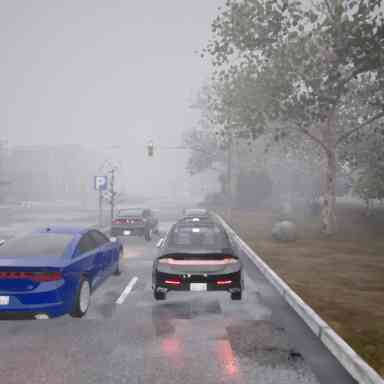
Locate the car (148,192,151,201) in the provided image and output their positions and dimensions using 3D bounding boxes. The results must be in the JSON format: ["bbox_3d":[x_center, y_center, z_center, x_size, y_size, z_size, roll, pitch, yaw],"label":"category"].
[{"bbox_3d":[-12.516,1.353,76.685,4.674,1.452,2.002,-1,0,-13],"label":"car"}]

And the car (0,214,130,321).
[{"bbox_3d":[-2.879,1.487,7.501,1.882,1.535,5.008,0,0,0],"label":"car"}]

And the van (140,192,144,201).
[{"bbox_3d":[-13.127,1.088,70.719,4.442,1.987,1.878,-1,0,-14],"label":"van"}]

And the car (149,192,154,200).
[{"bbox_3d":[-12.140,1.353,79.686,4.674,1.452,2.002,-1,0,-13],"label":"car"}]

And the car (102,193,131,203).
[{"bbox_3d":[-14.345,1.353,61.737,4.792,1.488,2.163,-1,0,-15],"label":"car"}]

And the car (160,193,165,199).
[{"bbox_3d":[-10.860,1.058,88.672,5.566,2.045,2.435,-1,0,-12],"label":"car"}]

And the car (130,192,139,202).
[{"bbox_3d":[-13.695,1.310,64.728,5.366,1.575,1.946,-1,0,-15],"label":"car"}]

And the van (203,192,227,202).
[{"bbox_3d":[4.387,1.038,64.301,4.442,1.987,1.878,1,0,-14],"label":"van"}]

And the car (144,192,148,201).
[{"bbox_3d":[-12.894,1.316,73.690,4.892,1.521,2.231,-1,0,-13],"label":"car"}]

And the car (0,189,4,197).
[{"bbox_3d":[-31.080,0.133,52.632,2.002,1.452,4.674,6,-3,-19],"label":"car"}]

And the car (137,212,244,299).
[{"bbox_3d":[0.125,1.502,8.431,2.128,1.511,4.902,0,0,0],"label":"car"}]

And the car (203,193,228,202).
[{"bbox_3d":[4.775,1.136,67.270,4.553,1.767,2.185,1,0,-14],"label":"car"}]

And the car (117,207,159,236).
[{"bbox_3d":[-2.810,1.529,16.931,1.837,1.490,4.892,0,0,1],"label":"car"}]

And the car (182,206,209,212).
[{"bbox_3d":[0.201,1.529,17.843,1.837,1.490,4.892,0,0,0],"label":"car"}]

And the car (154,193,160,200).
[{"bbox_3d":[-11.315,1.351,85.666,4.674,1.452,2.002,-1,0,-12],"label":"car"}]
